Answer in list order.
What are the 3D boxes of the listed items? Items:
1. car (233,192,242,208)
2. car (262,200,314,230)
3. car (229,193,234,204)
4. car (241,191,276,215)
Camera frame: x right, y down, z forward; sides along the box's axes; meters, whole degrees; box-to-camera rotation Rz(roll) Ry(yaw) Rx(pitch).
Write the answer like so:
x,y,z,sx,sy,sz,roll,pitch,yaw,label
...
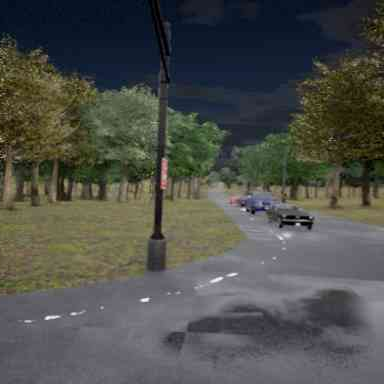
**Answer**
x,y,z,sx,sy,sz,roll,pitch,yaw,label
6.530,1.156,40.243,2.033,1.411,5.357,3,1,2,car
5.786,1.410,20.120,1.895,1.301,4.718,3,1,2,car
6.864,0.926,50.530,2.097,1.767,4.553,3,0,2,car
6.143,0.923,29.973,2.150,2.045,5.566,3,1,2,car
